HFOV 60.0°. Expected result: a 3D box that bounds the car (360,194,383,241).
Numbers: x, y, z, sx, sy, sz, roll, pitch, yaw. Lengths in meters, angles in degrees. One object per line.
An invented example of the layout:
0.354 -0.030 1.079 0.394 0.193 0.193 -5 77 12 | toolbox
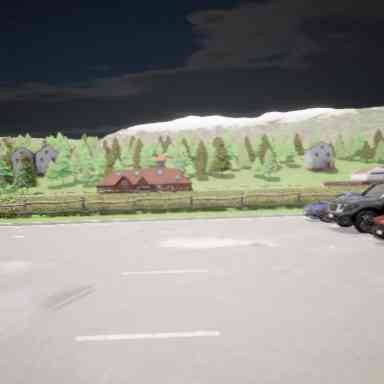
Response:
8.289 0.894 10.346 5.008 1.535 1.882 -2 2 -1 | car

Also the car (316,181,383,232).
8.498 0.532 13.839 5.566 2.045 2.150 -2 2 -1 | car

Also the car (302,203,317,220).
8.176 0.748 17.330 4.674 1.442 1.812 -2 2 -1 | car
